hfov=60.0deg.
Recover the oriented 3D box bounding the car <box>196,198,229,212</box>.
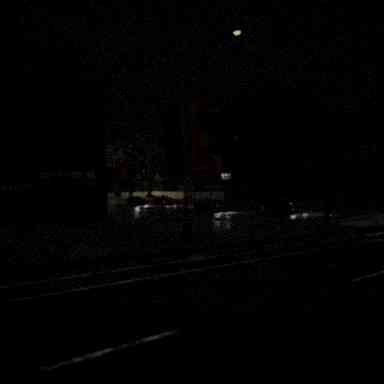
[{"bbox_3d":[2.247,1.455,38.015,1.812,1.442,4.674,-3,2,-35],"label":"car"}]

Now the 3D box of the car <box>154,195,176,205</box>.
[{"bbox_3d":[-4.400,1.262,53.189,2.128,1.511,4.902,-3,2,-35],"label":"car"}]

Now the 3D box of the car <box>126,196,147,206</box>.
[{"bbox_3d":[-9.156,1.410,54.359,1.837,1.490,4.892,-3,1,-35],"label":"car"}]

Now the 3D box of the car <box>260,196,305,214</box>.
[{"bbox_3d":[9.128,1.182,33.878,2.097,1.767,4.553,-3,2,-35],"label":"car"}]
